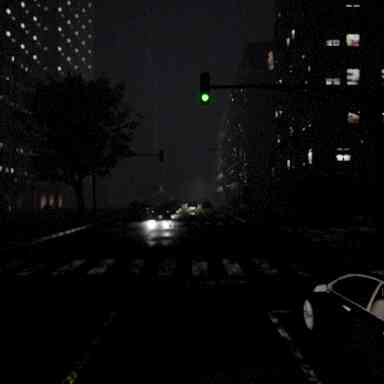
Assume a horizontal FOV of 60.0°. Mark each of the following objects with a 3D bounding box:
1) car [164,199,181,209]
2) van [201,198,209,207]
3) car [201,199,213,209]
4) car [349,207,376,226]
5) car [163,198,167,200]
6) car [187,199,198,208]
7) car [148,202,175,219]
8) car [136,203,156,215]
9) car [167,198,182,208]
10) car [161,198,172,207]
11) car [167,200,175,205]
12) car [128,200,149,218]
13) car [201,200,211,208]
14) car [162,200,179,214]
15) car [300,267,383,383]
[{"bbox_3d":[-3.092,2.214,52.589,1.812,1.442,4.674,0,-1,0],"label":"car"},{"bbox_3d":[2.680,2.263,69.586,1.690,1.788,3.998,0,-1,0],"label":"van"},{"bbox_3d":[2.682,2.335,58.538,1.947,1.339,4.313,0,-1,0],"label":"car"},{"bbox_3d":[13.423,1.642,23.471,4.403,1.369,2.008,-1,0,-1],"label":"car"},{"bbox_3d":[-5.701,2.487,69.582,1.947,1.339,4.313,0,-1,0],"label":"car"},{"bbox_3d":[0.093,2.433,63.121,1.895,1.301,4.718,0,-1,0],"label":"car"},{"bbox_3d":[-3.093,2.045,34.298,1.895,1.301,4.718,0,-1,-1],"label":"car"},{"bbox_3d":[-5.697,2.112,41.970,1.947,1.339,4.313,0,-1,0],"label":"car"},{"bbox_3d":[-3.050,2.173,62.309,2.097,1.767,4.553,0,-1,0],"label":"car"},{"bbox_3d":[-5.702,2.314,75.107,2.192,1.841,5.009,0,-1,0],"label":"car"},{"bbox_3d":[-5.704,2.787,91.671,2.008,1.369,4.403,0,-1,0],"label":"car"},{"bbox_3d":[-5.697,1.787,36.451,2.192,1.841,5.009,0,-1,0],"label":"car"},{"bbox_3d":[2.681,2.373,64.230,1.752,1.417,4.829,0,-1,0],"label":"car"},{"bbox_3d":[-3.104,2.091,43.411,1.812,1.442,4.674,0,-1,0],"label":"car"},{"bbox_3d":[2.688,1.604,4.063,2.008,1.369,4.403,0,-1,0],"label":"car"}]
